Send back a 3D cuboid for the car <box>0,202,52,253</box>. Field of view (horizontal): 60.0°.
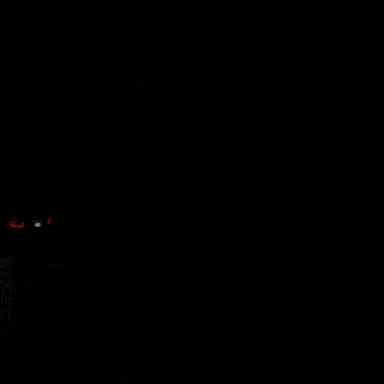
[{"bbox_3d":[-8.906,1.503,14.971,5.566,2.045,2.150,-1,-1,23],"label":"car"}]
